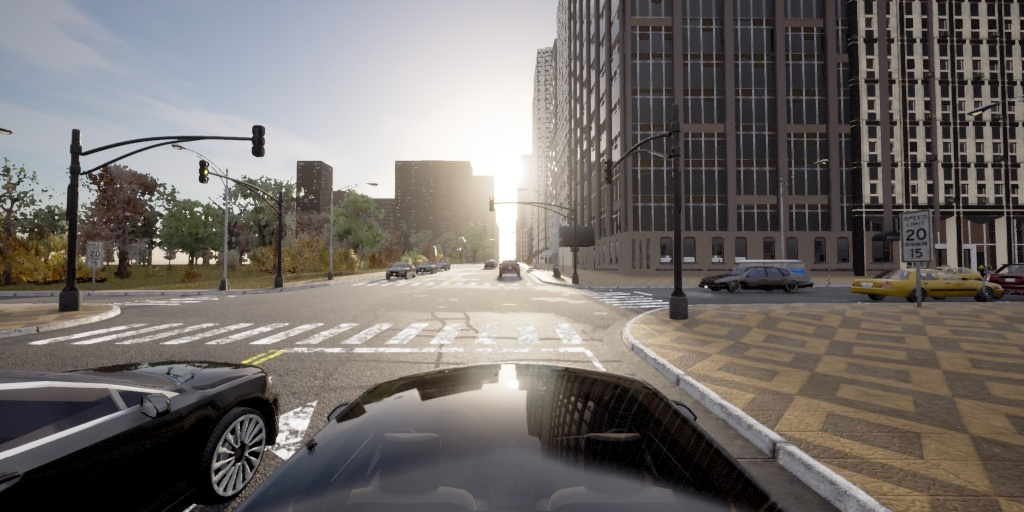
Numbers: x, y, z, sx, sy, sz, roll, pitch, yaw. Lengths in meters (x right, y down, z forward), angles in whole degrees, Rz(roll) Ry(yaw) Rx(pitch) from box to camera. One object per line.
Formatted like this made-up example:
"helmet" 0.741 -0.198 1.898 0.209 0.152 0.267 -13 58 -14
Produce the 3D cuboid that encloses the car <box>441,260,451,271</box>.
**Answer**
"car" -10.320 1.392 53.195 2.128 1.511 4.902 0 0 -1

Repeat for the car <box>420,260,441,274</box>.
"car" -10.226 1.416 42.971 1.994 1.385 4.181 0 0 0

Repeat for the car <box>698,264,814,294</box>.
"car" 13.147 1.269 19.442 5.357 1.411 2.033 0 -2 -1

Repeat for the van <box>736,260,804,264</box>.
"van" 15.759 1.124 22.087 3.998 1.789 1.690 0 0 -1

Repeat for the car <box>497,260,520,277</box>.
"car" -0.244 1.181 37.437 2.097 1.767 4.553 0 0 -1

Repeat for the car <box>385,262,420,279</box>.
"car" -10.149 1.321 33.073 1.837 1.490 4.892 0 0 -2

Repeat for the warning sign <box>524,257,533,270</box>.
"warning sign" 2.395 1.003 50.903 1.300 1.860 1.060 0 0 -1

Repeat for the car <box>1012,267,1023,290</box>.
"car" 31.330 1.231 19.828 4.718 1.301 1.895 0 -2 -1

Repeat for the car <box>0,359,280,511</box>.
"car" -3.140 1.242 1.495 2.128 1.511 4.902 0 0 -1

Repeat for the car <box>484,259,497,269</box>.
"car" -3.817 1.461 62.736 1.837 1.490 4.892 0 0 -1

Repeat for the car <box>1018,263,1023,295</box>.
"car" 21.629 0.962 14.190 4.097 1.591 1.967 0 0 -1

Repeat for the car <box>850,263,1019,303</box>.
"car" 16.215 1.076 14.073 4.829 1.417 1.751 0 0 -1
